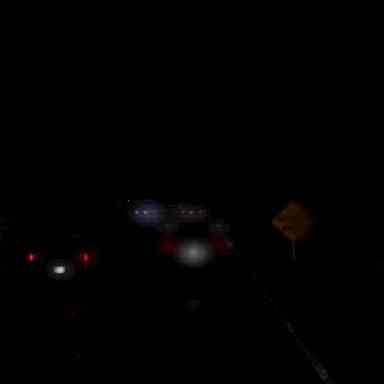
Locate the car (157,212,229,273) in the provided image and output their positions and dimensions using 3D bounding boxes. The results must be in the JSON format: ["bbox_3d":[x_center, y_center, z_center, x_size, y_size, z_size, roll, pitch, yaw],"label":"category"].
[{"bbox_3d":[0.059,1.559,10.671,1.994,1.385,4.181,0,0,0],"label":"car"}]

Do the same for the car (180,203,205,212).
[{"bbox_3d":[0.059,1.549,25.887,2.033,1.411,5.357,0,0,0],"label":"car"}]

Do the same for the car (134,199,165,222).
[{"bbox_3d":[-3.190,1.549,25.888,2.033,1.411,5.357,0,0,0],"label":"car"}]

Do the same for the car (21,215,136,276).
[{"bbox_3d":[-3.192,1.596,10.267,1.895,1.301,4.718,0,0,0],"label":"car"}]

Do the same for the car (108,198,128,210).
[{"bbox_3d":[-9.849,1.517,44.406,1.882,1.535,5.008,0,0,0],"label":"car"}]

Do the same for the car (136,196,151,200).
[{"bbox_3d":[-6.597,1.394,45.738,2.097,1.767,4.553,0,0,0],"label":"car"}]

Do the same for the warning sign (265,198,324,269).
[{"bbox_3d":[2.836,1.111,9.325,1.300,1.860,1.060,-1,-1,0],"label":"warning sign"}]
